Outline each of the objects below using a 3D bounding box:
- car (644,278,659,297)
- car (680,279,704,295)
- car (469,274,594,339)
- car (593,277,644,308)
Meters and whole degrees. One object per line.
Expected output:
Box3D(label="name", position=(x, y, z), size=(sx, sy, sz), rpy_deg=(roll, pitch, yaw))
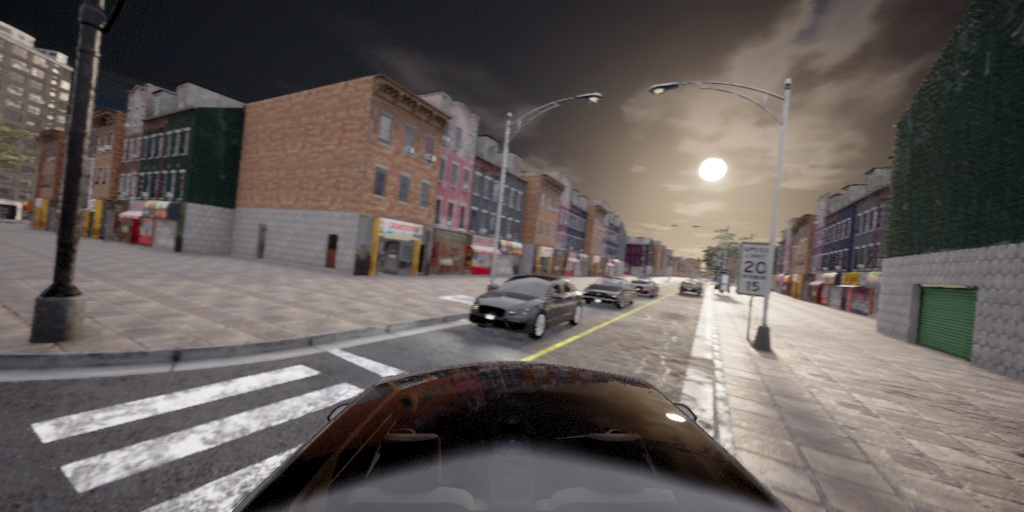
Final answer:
Box3D(label="car", position=(10.199, 2.365, 27.936), size=(1.994, 1.385, 4.181), rpy_deg=(6, 0, 30))
Box3D(label="car", position=(18.474, 3.145, 36.996), size=(2.128, 1.511, 4.902), rpy_deg=(6, 0, 29))
Box3D(label="car", position=(0.667, 1.323, 10.639), size=(1.837, 1.490, 4.892), rpy_deg=(6, 0, 29))
Box3D(label="car", position=(5.378, 1.851, 19.216), size=(2.033, 1.411, 5.357), rpy_deg=(6, 0, 29))
